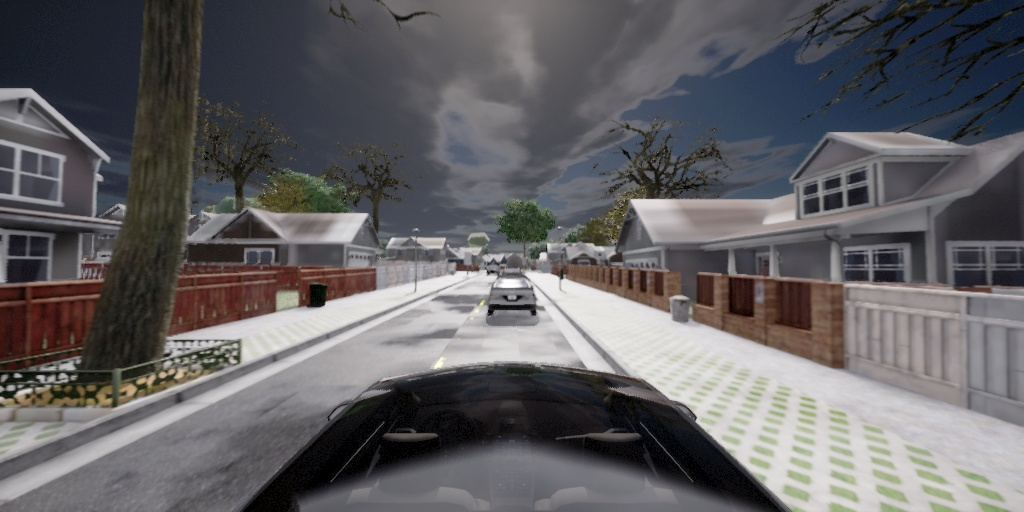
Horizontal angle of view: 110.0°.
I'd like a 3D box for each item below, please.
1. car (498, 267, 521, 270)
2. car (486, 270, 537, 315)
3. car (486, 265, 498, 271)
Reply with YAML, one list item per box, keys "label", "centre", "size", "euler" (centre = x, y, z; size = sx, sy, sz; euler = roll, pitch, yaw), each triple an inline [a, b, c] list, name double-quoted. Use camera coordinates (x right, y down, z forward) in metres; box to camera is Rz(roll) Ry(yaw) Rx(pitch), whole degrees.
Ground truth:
- label: "car"
  centre: [0.013, 1.656, 30.398]
  size: [1.837, 1.490, 4.892]
  euler: [0, 0, 0]
- label: "car"
  centre: [0.007, 1.454, 14.422]
  size: [2.033, 1.411, 5.357]
  euler: [0, -1, 0]
- label: "car"
  centre: [-2.780, 2.084, 53.464]
  size: [1.837, 1.490, 4.892]
  euler: [0, -2, 0]
